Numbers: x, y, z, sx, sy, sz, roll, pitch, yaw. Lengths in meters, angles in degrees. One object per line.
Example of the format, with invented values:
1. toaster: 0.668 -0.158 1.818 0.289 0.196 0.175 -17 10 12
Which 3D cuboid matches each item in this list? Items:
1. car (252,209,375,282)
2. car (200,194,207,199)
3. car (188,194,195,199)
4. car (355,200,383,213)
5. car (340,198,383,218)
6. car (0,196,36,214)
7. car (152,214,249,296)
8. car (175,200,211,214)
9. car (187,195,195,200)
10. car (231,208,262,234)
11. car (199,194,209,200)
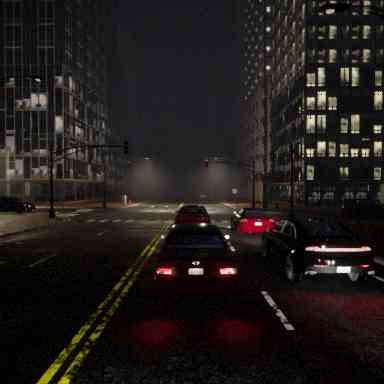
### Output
1. car: 3.326 1.487 9.704 2.128 1.511 4.902 0 0 0
2. car: 3.033 1.262 91.431 1.812 1.442 4.674 0 0 0
3. car: -0.217 1.333 91.454 1.895 1.301 4.718 0 0 0
4. car: 21.719 1.641 38.555 4.829 1.417 1.752 1 0 1
5. car: 16.130 1.517 30.256 5.009 1.841 2.192 1 0 1
6. car: -18.132 1.207 33.278 4.553 1.767 2.097 1 1 2
7. car: 0.081 1.543 8.789 2.033 1.411 5.357 0 0 0
8. car: 0.061 1.467 18.609 1.882 1.535 5.008 0 0 1
9. car: -0.193 1.438 81.422 1.812 1.442 4.674 0 0 0
10. car: 3.306 1.554 18.504 1.994 1.385 4.181 0 0 0
11. car: 3.057 1.509 81.459 1.895 1.301 4.718 0 0 0
